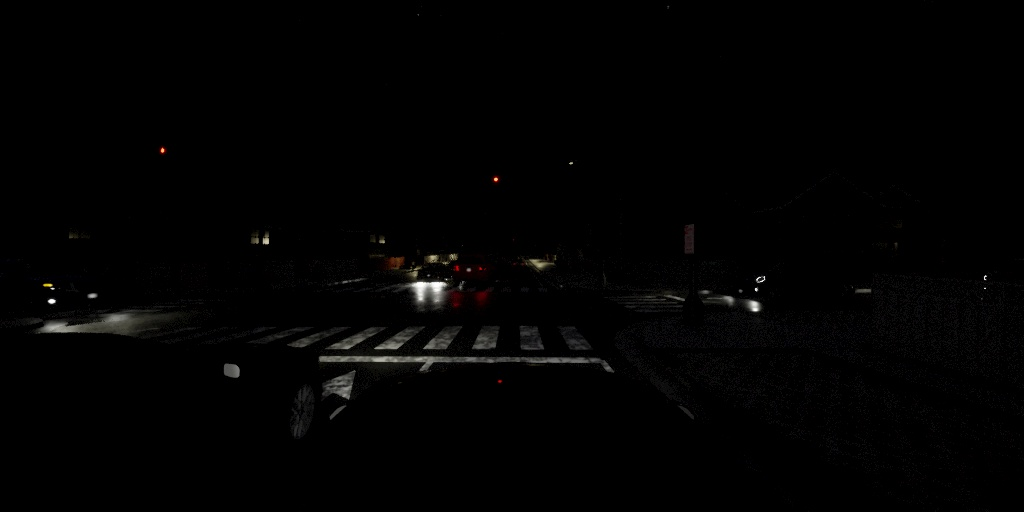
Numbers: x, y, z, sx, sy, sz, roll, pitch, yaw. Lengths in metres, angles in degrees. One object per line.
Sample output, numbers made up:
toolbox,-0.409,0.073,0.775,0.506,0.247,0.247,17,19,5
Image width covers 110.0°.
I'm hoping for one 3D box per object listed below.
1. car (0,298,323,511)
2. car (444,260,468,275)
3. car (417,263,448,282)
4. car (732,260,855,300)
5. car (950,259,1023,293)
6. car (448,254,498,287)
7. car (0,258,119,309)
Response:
car,-3.153,1.228,2.192,1.882,1.535,5.008,0,0,1
car,-5.964,1.166,38.776,1.812,1.442,4.674,0,0,1
car,-6.137,1.251,28.484,1.994,1.385,4.181,0,0,1
car,12.647,0.994,16.349,4.553,1.767,2.097,0,0,-1
car,22.720,0.914,16.451,4.553,1.767,2.097,0,0,0
car,-2.471,0.919,24.184,2.150,2.045,5.566,1,0,3
car,-17.933,1.106,13.274,5.566,2.045,2.150,0,0,6
